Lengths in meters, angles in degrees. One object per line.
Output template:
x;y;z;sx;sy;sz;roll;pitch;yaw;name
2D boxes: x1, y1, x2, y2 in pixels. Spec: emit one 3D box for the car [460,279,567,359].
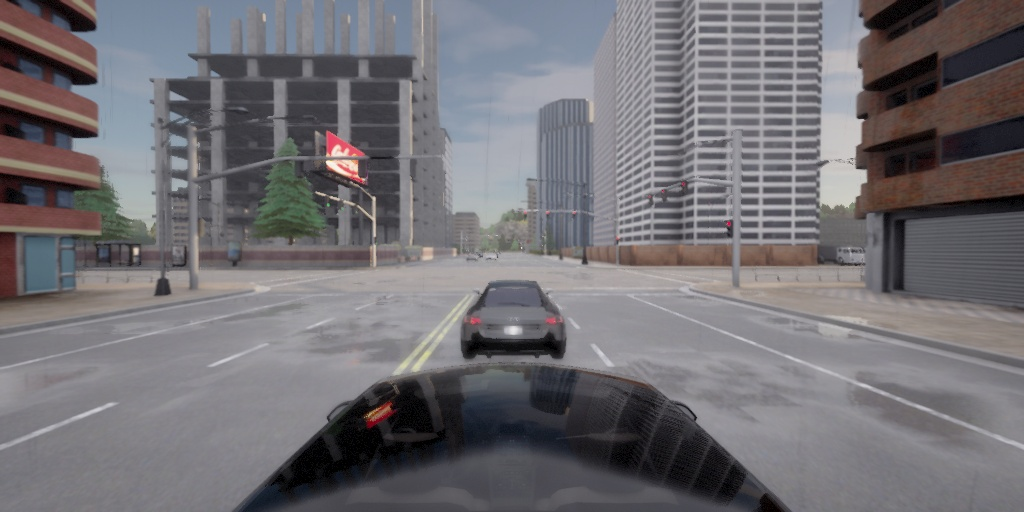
0.026;1.206;8.125;1.994;1.385;4.181;0;1;0;car
